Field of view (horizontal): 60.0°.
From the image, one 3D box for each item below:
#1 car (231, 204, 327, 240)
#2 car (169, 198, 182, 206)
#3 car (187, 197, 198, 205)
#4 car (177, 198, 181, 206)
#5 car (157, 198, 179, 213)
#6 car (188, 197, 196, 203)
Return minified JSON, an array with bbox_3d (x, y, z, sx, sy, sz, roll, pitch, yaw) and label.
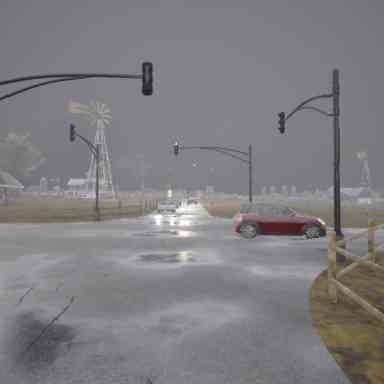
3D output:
[{"bbox_3d":[4.339,1.413,16.794,4.553,1.767,2.097,1,-1,0],"label":"car"},{"bbox_3d":[-2.854,1.746,59.191,2.033,1.411,5.357,0,0,0],"label":"car"},{"bbox_3d":[0.049,1.770,66.503,1.812,1.442,4.674,0,0,0],"label":"car"},{"bbox_3d":[-2.869,1.644,48.626,1.837,1.490,4.892,0,0,0],"label":"car"},{"bbox_3d":[-2.873,1.691,38.243,1.895,1.301,4.718,0,0,0],"label":"car"},{"bbox_3d":[-0.056,1.850,77.923,1.812,1.442,4.674,0,0,0],"label":"car"}]
